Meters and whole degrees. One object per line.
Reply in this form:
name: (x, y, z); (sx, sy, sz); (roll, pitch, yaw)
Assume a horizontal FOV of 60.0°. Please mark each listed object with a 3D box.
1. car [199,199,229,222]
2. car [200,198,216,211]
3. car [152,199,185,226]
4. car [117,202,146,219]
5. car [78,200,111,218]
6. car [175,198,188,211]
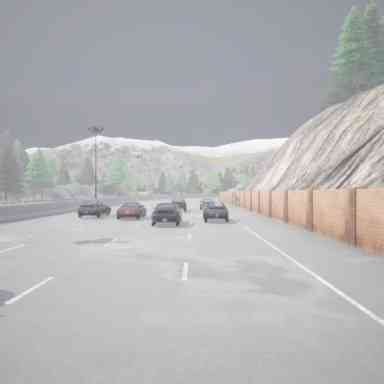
car: (1.796, 1.492, 26.224); (2.128, 1.511, 4.902); (0, 0, 0)
car: (1.909, 1.527, 40.769); (1.812, 1.442, 4.674); (0, 0, 1)
car: (-1.724, 1.507, 23.660); (1.837, 1.490, 4.892); (0, 0, 1)
car: (-5.182, 1.566, 28.895); (1.994, 1.385, 4.181); (0, 0, 0)
car: (-8.674, 1.494, 29.840); (2.128, 1.511, 4.902); (0, 0, 0)
car: (-1.595, 1.479, 39.759); (1.882, 1.535, 5.008); (0, 0, 0)
